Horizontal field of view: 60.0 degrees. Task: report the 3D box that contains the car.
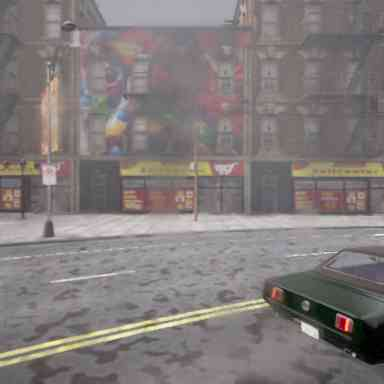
[{"bbox_3d":[3.598,1.563,5.365,4.718,1.301,1.895,0,1,-25],"label":"car"}]
